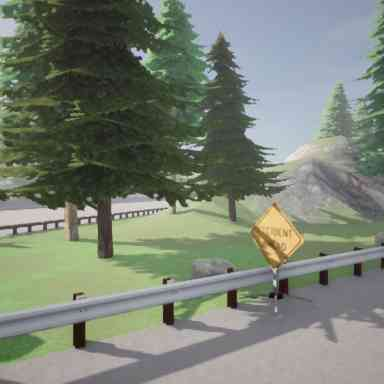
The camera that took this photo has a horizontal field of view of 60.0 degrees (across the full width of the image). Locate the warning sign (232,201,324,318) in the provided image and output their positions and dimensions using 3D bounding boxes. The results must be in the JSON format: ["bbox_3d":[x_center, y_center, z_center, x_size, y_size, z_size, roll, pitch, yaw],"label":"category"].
[{"bbox_3d":[1.578,1.114,6.250,1.060,1.860,1.300,0,0,-35],"label":"warning sign"}]
